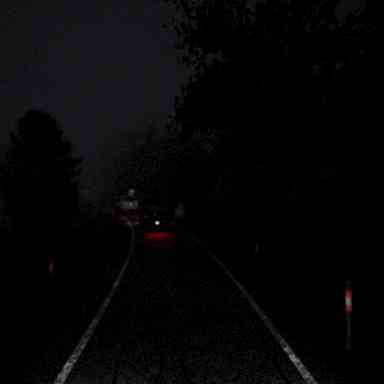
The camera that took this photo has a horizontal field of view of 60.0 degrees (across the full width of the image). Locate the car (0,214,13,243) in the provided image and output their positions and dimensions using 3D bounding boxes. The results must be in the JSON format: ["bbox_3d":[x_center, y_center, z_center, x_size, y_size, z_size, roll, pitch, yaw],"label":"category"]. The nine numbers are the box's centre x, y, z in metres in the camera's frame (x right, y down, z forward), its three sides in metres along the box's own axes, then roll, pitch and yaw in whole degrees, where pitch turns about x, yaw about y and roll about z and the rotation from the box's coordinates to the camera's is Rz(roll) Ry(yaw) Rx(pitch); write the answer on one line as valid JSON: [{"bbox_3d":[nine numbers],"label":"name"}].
[{"bbox_3d":[-8.957,1.801,12.080,2.231,1.521,4.892,0,-1,-3],"label":"car"}]

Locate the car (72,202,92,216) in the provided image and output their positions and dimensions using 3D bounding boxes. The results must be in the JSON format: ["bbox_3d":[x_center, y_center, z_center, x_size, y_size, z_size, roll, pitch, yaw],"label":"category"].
[{"bbox_3d":[-13.314,2.072,40.321,2.002,1.452,4.674,1,0,-15],"label":"car"}]

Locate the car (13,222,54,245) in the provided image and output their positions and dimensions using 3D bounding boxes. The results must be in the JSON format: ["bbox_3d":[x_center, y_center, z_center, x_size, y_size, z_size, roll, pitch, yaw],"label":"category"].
[{"bbox_3d":[-9.419,1.863,17.771,2.097,1.535,5.008,0,-1,-5],"label":"car"}]

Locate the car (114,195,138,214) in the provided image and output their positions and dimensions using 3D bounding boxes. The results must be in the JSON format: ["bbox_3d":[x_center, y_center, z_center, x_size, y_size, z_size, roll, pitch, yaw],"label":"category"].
[{"bbox_3d":[-7.842,1.430,39.651,2.150,2.045,5.566,-1,0,-22],"label":"car"}]

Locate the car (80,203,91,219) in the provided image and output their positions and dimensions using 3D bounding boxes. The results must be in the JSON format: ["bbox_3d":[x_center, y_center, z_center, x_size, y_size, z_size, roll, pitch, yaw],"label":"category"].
[{"bbox_3d":[-11.828,1.967,34.360,2.097,1.535,5.008,-1,-1,-9],"label":"car"}]

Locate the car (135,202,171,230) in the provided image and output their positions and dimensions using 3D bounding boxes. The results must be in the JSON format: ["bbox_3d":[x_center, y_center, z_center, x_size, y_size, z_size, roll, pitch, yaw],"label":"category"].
[{"bbox_3d":[-2.601,1.615,22.444,1.837,1.490,4.892,-1,0,-12],"label":"car"}]
